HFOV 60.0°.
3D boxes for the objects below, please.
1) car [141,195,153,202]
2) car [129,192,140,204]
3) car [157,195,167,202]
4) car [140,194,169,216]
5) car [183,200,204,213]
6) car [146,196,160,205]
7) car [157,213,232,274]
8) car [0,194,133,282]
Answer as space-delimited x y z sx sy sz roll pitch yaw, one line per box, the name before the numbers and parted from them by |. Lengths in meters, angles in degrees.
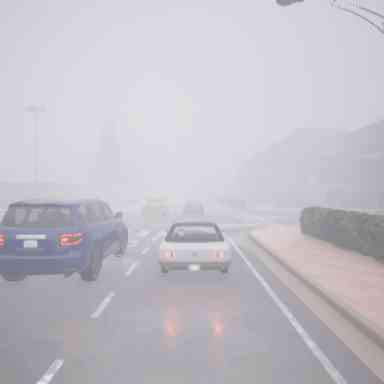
car | -10.055 1.411 74.145 1.895 1.301 4.718 0 0 1
car | -10.250 1.075 58.580 2.150 2.045 5.566 0 0 1
car | -6.558 1.413 73.308 1.895 1.301 4.718 0 0 1
car | -3.360 1.272 31.731 2.097 1.767 4.553 0 0 0
car | 0.148 1.482 32.591 1.994 1.385 4.181 0 0 0
car | -6.763 1.381 57.956 1.812 1.442 4.674 0 0 1
car | 0.079 1.574 10.432 1.895 1.301 4.718 0 0 0
car | -3.425 1.197 9.775 2.150 2.045 5.566 0 0 0
